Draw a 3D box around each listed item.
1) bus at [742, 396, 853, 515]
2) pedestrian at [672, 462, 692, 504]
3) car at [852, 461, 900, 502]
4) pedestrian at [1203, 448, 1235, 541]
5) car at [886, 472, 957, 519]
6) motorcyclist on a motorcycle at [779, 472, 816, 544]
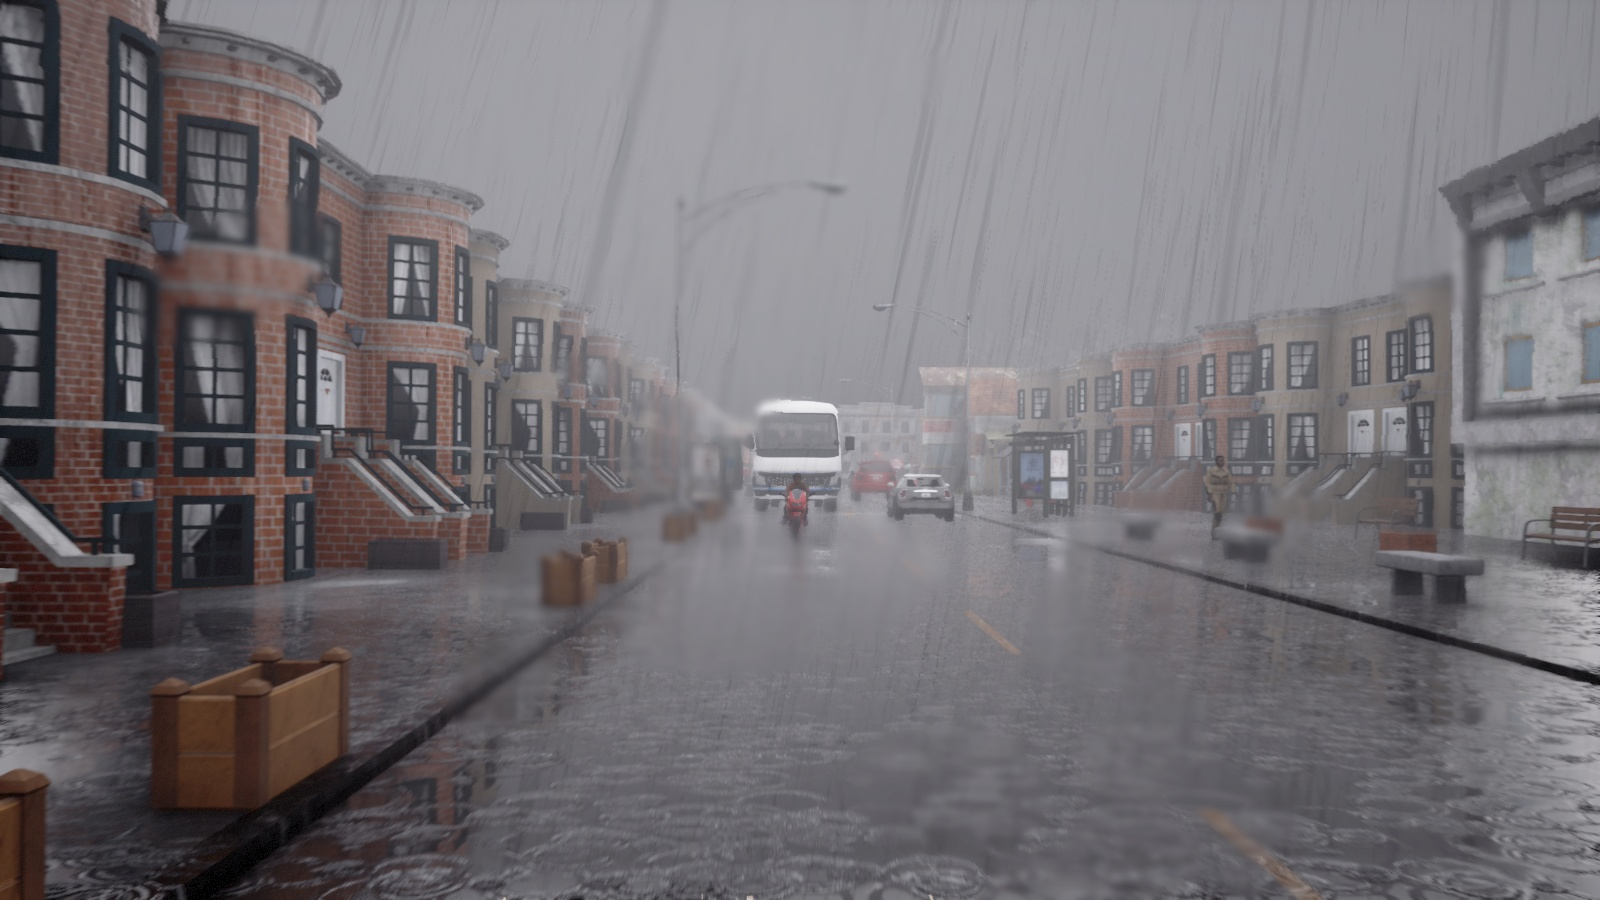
[{"bbox_3d":[-0.082,0.277,50.101,3.944,4.253,10.273,0,-1,0],"label":"bus"},{"bbox_3d":[-5.330,1.495,56.746,0.874,1.855,0.900,0,-1,-6],"label":"pedestrian"},{"bbox_3d":[3.912,1.613,65.447,2.150,2.045,5.566,0,-1,0],"label":"car"},{"bbox_3d":[8.827,0.932,26.476,0.396,1.930,0.692,0,-1,-3],"label":"pedestrian"},{"bbox_3d":[3.934,1.454,41.188,1.970,1.475,3.806,0,-1,0],"label":"car"},{"bbox_3d":[-0.055,1.266,28.000,0.797,1.523,2.044,0,-1,0],"label":"motorcyclist on a motorcycle"}]
